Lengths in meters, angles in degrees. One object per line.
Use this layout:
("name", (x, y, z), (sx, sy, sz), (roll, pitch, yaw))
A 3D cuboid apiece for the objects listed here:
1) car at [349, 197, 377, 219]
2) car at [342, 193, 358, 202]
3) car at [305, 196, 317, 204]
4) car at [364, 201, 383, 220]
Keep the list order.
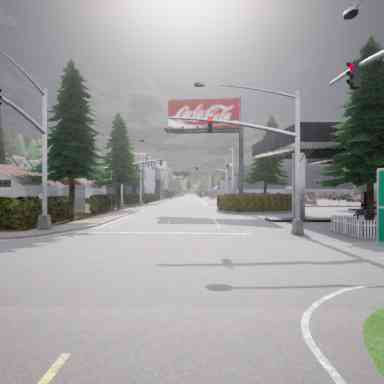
("car", (14.379, 1.505, 24.949), (3.866, 1.878, 1.905), (0, 0, 0))
("car", (34.940, 1.490, 71.797), (2.007, 1.523, 4.514), (0, 0, 0))
("car", (22.532, 1.553, 64.012), (1.970, 1.475, 3.806), (0, 0, 0))
("car", (18.709, 1.672, 30.617), (4.611, 1.667, 2.242), (0, 0, 0))
